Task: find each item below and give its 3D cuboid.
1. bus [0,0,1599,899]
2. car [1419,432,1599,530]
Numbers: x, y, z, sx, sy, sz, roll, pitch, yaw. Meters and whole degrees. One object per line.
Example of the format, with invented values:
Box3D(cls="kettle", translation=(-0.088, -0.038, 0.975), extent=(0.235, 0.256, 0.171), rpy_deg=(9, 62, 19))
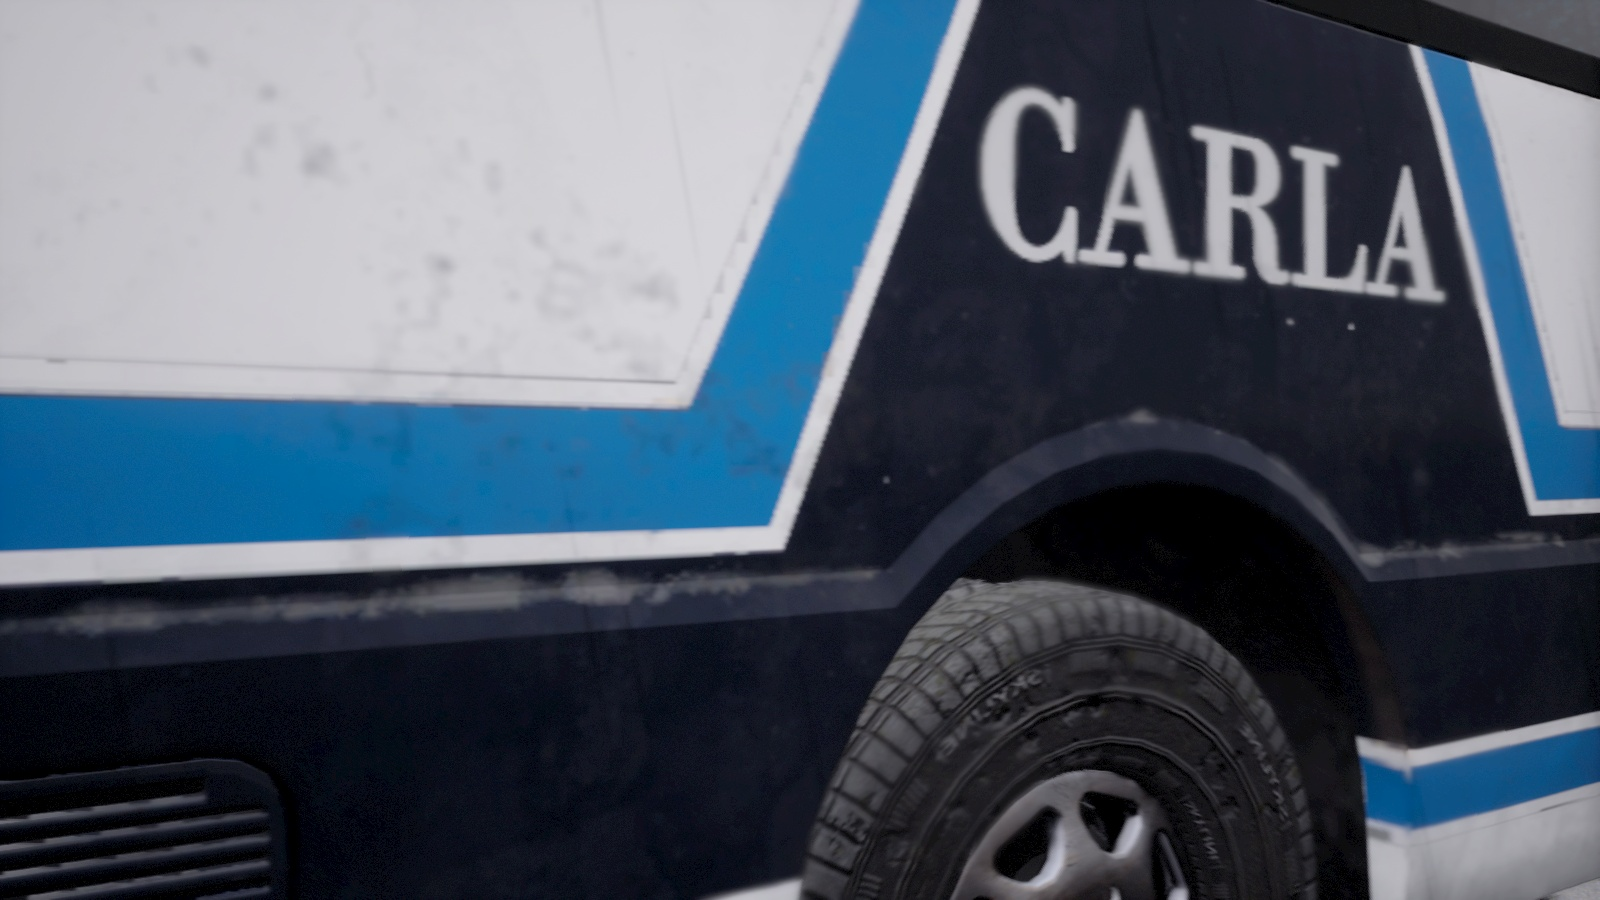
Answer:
Box3D(cls="bus", translation=(-2.570, -0.621, 1.920), extent=(10.273, 4.253, 3.944), rpy_deg=(0, 0, -32))
Box3D(cls="car", translation=(15.194, 0.591, 25.206), extent=(1.932, 1.855, 4.605), rpy_deg=(0, 0, -35))
